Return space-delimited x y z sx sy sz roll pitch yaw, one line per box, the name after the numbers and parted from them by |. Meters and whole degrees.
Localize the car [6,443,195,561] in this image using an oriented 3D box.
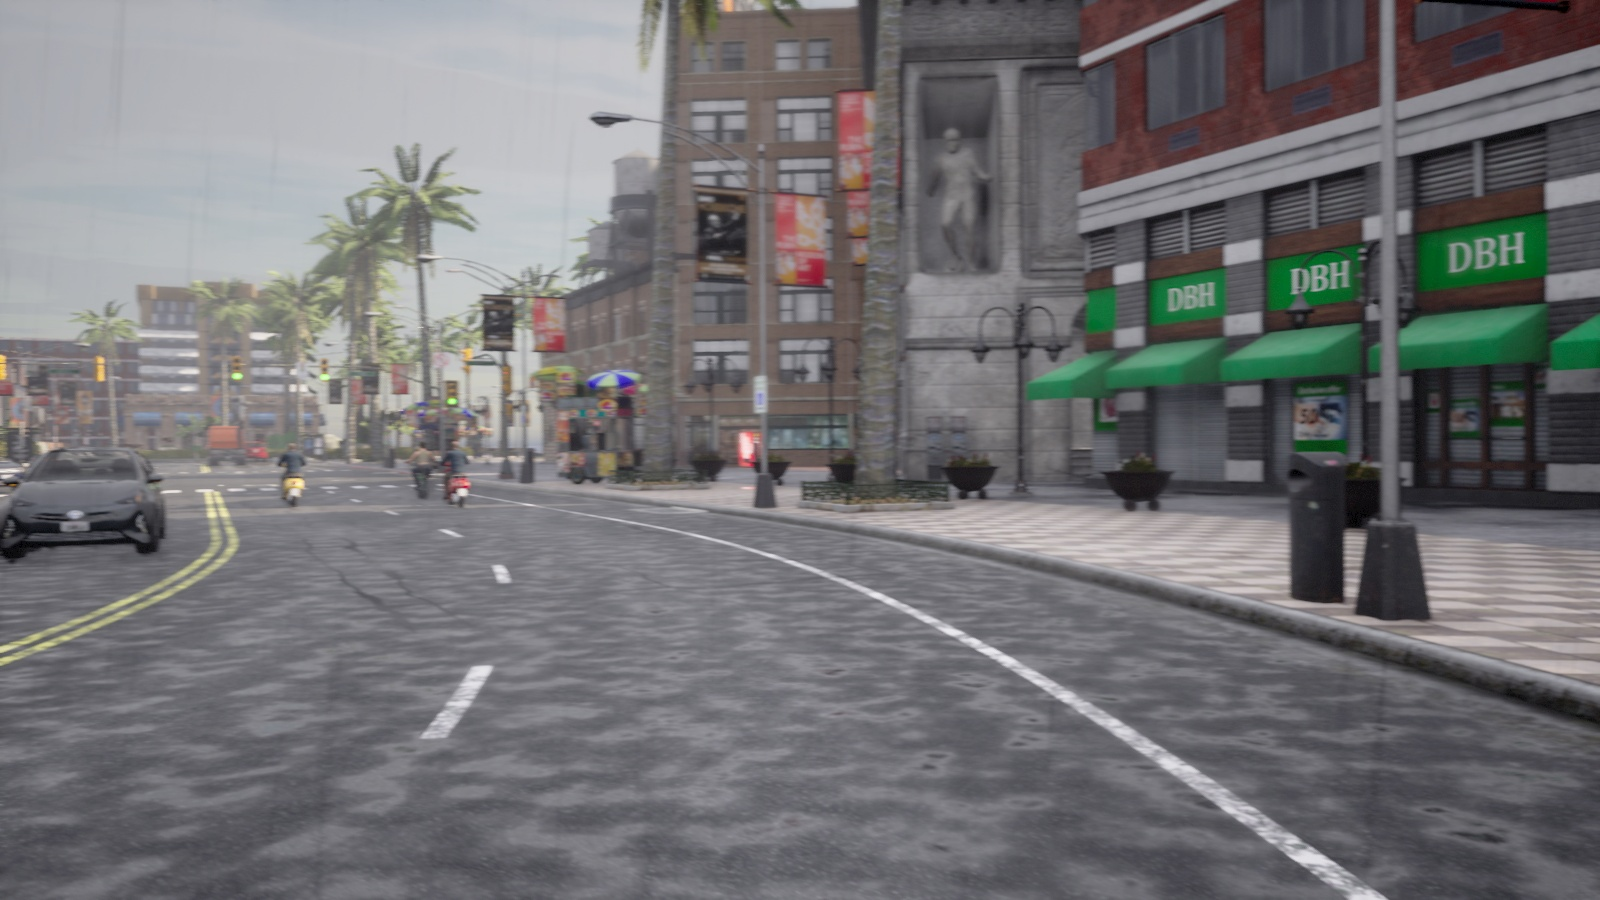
-10.338 0.671 18.889 2.007 1.525 4.514 -1 0 -23 | car

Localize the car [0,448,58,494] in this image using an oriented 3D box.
-28.172 0.710 44.177 3.705 1.549 1.789 0 0 26 | car

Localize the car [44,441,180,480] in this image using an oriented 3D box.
-31.285 0.456 57.248 2.152 1.651 5.027 0 0 30 | car

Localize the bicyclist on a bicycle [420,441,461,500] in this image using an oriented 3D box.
-10.121 0.553 35.320 0.866 1.612 1.509 -1 0 -25 | bicyclist on a bicycle

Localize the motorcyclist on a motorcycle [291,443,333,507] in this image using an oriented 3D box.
-12.433 0.613 31.949 0.866 1.590 1.817 -1 0 -25 | motorcyclist on a motorcycle

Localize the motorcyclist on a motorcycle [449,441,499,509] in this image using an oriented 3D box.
-7.960 0.579 30.610 0.866 1.590 1.817 -1 1 -25 | motorcyclist on a motorcycle
